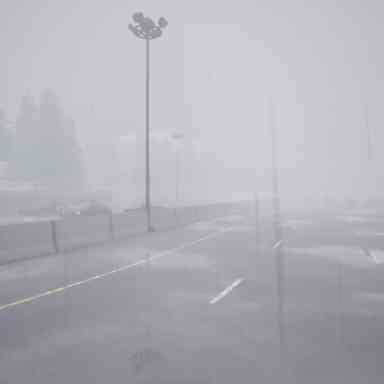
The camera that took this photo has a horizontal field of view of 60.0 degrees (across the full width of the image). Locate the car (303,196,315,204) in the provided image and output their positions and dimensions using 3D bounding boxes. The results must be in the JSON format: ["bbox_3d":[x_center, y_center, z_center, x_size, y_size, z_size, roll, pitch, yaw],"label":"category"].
[{"bbox_3d":[22.665,1.505,64.501,1.837,1.490,4.892,0,0,23],"label":"car"}]

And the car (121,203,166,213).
[{"bbox_3d":[-4.019,1.601,27.976,1.895,1.301,4.718,0,0,23],"label":"car"}]

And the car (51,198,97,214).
[{"bbox_3d":[-10.349,1.351,30.981,2.097,1.767,4.553,0,0,23],"label":"car"}]

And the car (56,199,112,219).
[{"bbox_3d":[-8.312,1.525,26.764,1.812,1.442,4.674,0,0,23],"label":"car"}]

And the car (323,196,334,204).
[{"bbox_3d":[26.631,1.478,64.931,1.882,1.535,5.008,0,0,23],"label":"car"}]

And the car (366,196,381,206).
[{"bbox_3d":[30.397,1.504,55.745,1.837,1.490,4.892,0,0,22],"label":"car"}]

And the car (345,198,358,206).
[{"bbox_3d":[26.136,1.601,54.626,1.895,1.301,4.718,0,0,22],"label":"car"}]

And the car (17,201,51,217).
[{"bbox_3d":[-13.810,1.548,31.784,2.033,1.411,5.357,0,0,23],"label":"car"}]
